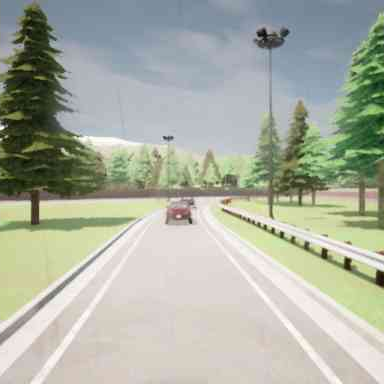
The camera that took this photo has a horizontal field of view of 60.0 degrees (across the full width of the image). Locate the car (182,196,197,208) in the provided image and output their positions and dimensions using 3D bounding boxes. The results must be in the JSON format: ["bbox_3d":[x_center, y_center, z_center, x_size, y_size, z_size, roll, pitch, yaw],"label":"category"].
[{"bbox_3d":[-0.492,1.309,42.134,2.128,1.511,4.902,0,0,5],"label":"car"}]

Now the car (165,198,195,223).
[{"bbox_3d":[-0.935,1.422,24.031,1.812,1.442,4.674,0,0,-2],"label":"car"}]
